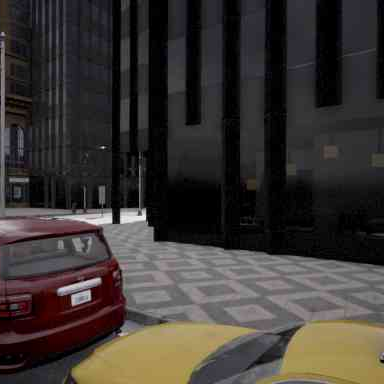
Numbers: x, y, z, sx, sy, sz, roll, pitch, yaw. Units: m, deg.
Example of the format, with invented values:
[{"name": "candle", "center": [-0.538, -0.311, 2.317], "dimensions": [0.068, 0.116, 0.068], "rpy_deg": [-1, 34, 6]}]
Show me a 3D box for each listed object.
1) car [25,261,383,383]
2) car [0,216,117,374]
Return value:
[{"name": "car", "center": [1.046, 1.525, 2.213], "dimensions": [4.829, 1.417, 1.752], "rpy_deg": [0, 0, 36]}, {"name": "car", "center": [-3.233, 1.314, 5.265], "dimensions": [5.009, 1.841, 2.192], "rpy_deg": [0, 0, 36]}]
